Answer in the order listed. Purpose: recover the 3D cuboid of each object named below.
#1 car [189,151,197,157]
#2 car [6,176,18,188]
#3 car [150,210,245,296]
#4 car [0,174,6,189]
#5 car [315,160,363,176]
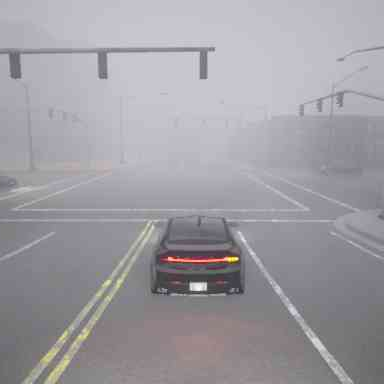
[{"bbox_3d":[0.250,-9.475,83.170,2.033,1.411,5.357,0,8,0],"label":"car"},{"bbox_3d":[-15.566,-0.887,25.191,4.181,1.385,1.994,0,8,0],"label":"car"},{"bbox_3d":[0.114,1.202,8.071,1.837,1.490,4.892,0,4,0],"label":"car"},{"bbox_3d":[-15.234,-0.585,21.702,4.553,1.767,2.097,0,8,0],"label":"car"},{"bbox_3d":[15.661,-2.645,35.560,4.553,1.767,2.097,0,8,0],"label":"car"}]
